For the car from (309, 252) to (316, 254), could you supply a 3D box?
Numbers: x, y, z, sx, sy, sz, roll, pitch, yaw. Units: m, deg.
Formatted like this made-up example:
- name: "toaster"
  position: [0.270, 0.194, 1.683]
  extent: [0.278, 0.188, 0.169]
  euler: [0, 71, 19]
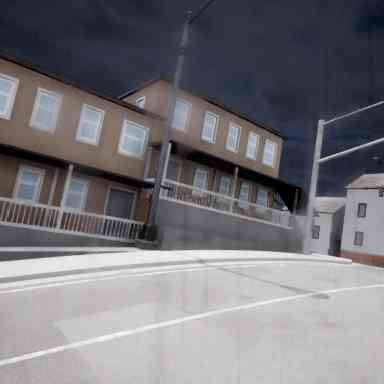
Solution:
- name: "car"
  position: [10.834, 6.154, 30.236]
  extent: [1.895, 1.301, 4.718]
  euler: [14, -17, -34]
